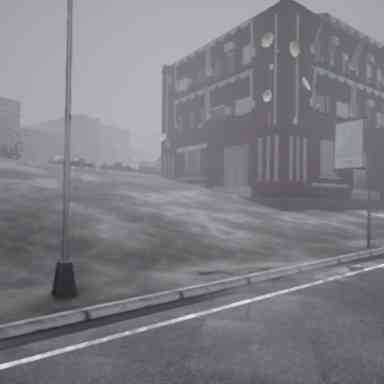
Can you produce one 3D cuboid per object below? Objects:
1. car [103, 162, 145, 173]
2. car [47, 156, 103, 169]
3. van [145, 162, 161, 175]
[{"bbox_3d":[-7.883,-2.504,36.204,2.002,1.452,4.674,0,-2,40],"label":"car"},{"bbox_3d":[-11.444,-2.708,31.962,2.002,1.452,4.674,0,-2,41],"label":"car"},{"bbox_3d":[-4.296,-2.539,40.605,1.878,1.987,4.442,0,-2,39],"label":"van"}]
